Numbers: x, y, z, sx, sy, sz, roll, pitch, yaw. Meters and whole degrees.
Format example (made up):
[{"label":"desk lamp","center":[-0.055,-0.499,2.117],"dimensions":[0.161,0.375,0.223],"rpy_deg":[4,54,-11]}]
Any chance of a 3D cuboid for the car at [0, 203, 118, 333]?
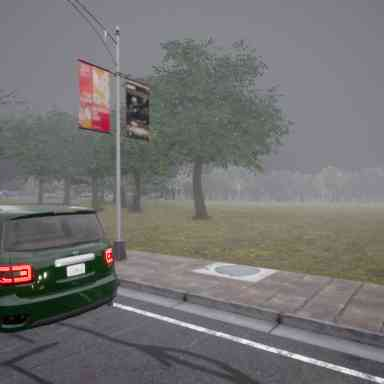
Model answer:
[{"label":"car","center":[-3.856,1.235,6.390],"dimensions":[5.566,2.045,2.150],"rpy_deg":[0,0,36]}]
